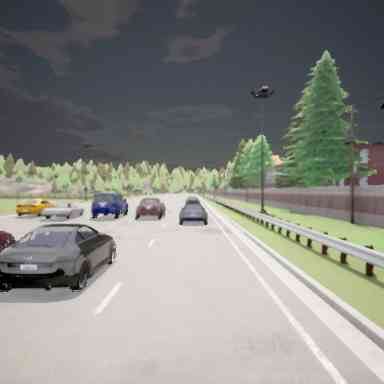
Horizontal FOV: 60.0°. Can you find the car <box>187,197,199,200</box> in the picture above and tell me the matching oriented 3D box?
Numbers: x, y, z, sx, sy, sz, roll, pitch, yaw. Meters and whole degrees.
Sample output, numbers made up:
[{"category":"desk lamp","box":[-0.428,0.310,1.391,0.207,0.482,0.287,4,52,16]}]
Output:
[{"category":"car","box":[0.096,1.369,41.949,1.837,1.490,4.892,0,0,0]}]

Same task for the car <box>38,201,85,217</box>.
[{"category":"car","box":[-10.401,1.511,27.338,1.895,1.301,4.718,0,0,0]}]

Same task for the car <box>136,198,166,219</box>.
[{"category":"car","box":[-3.400,1.260,28.167,2.097,1.767,4.553,0,0,0]}]

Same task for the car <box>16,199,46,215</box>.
[{"category":"car","box":[-14.000,1.375,30.187,1.882,1.535,5.008,0,0,-2]}]

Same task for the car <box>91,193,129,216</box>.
[{"category":"car","box":[-6.901,1.129,28.375,2.150,2.045,5.566,0,0,0]}]

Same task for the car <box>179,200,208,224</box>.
[{"category":"car","box":[0.100,1.486,24.062,1.994,1.385,4.181,0,0,0]}]

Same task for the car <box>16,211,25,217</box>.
[{"category":"car","box":[-6.914,1.494,9.425,1.812,1.442,4.674,0,0,0]}]

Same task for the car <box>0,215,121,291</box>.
[{"category":"car","box":[-3.401,1.534,8.941,1.994,1.385,4.181,0,0,0]}]
